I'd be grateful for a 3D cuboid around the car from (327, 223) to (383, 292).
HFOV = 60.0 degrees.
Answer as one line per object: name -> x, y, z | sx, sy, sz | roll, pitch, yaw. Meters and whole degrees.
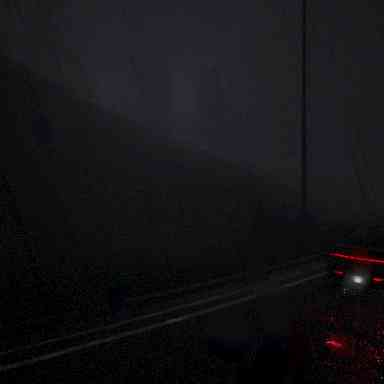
car -> 5.216, 1.579, 8.588 | 4.892, 1.490, 1.837 | 0, 0, -43
